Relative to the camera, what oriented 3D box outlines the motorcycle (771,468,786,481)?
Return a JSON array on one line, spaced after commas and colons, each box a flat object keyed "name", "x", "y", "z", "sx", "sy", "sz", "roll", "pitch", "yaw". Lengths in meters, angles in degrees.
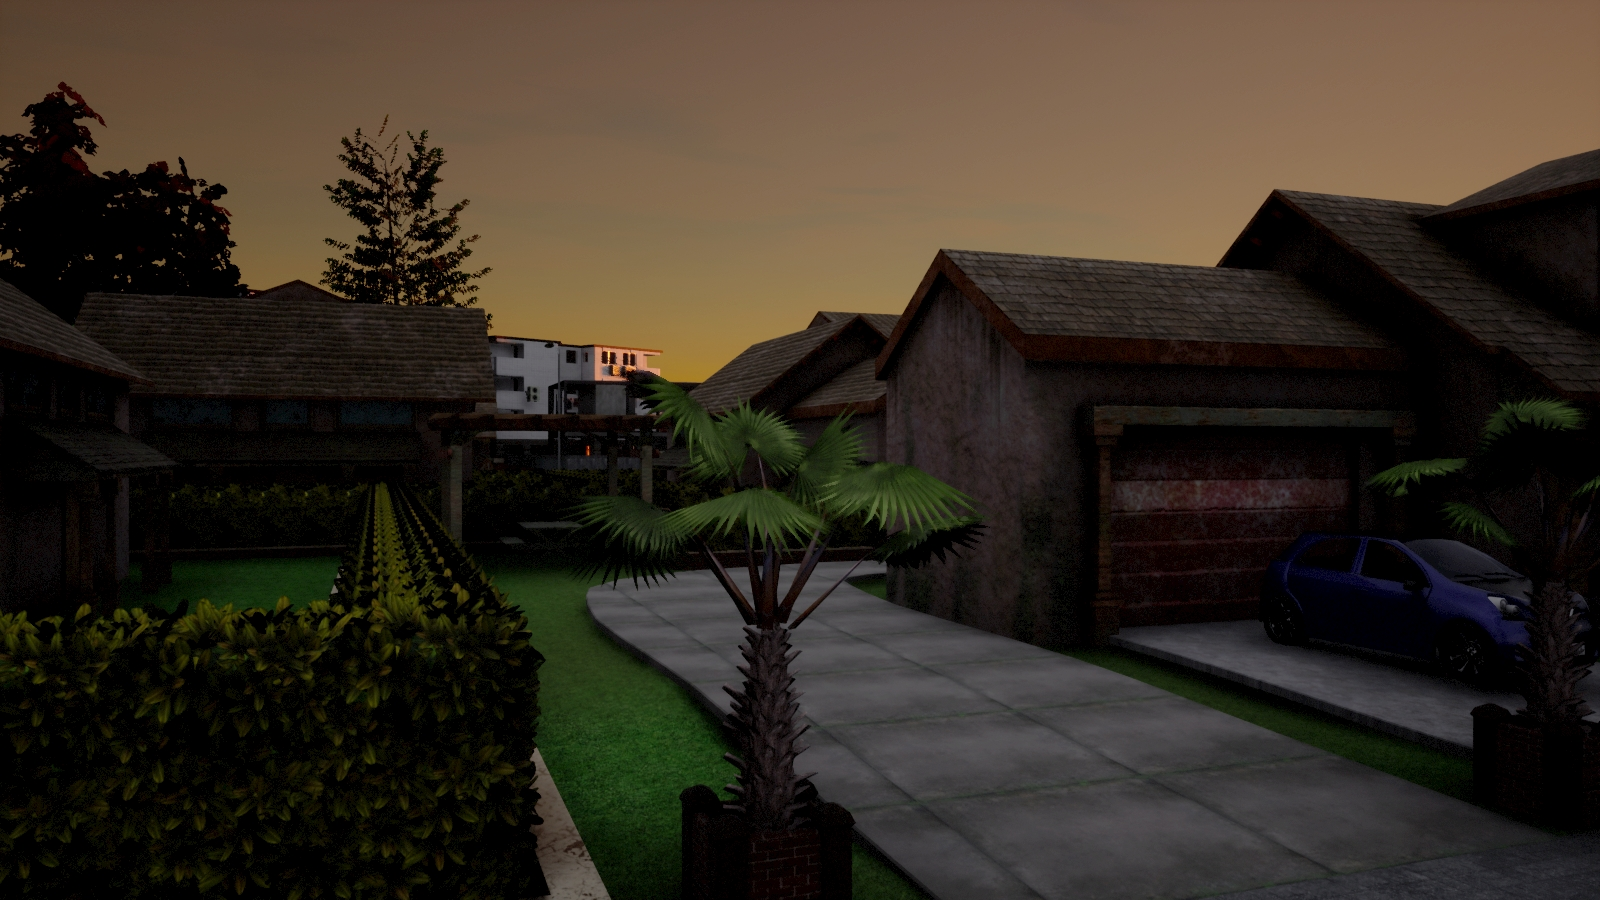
[{"name": "motorcycle", "x": -1.939, "y": 2.199, "z": 102.837, "sx": 0.803, "sy": 1.199, "sz": 2.033, "roll": 0, "pitch": 0, "yaw": -20}]
